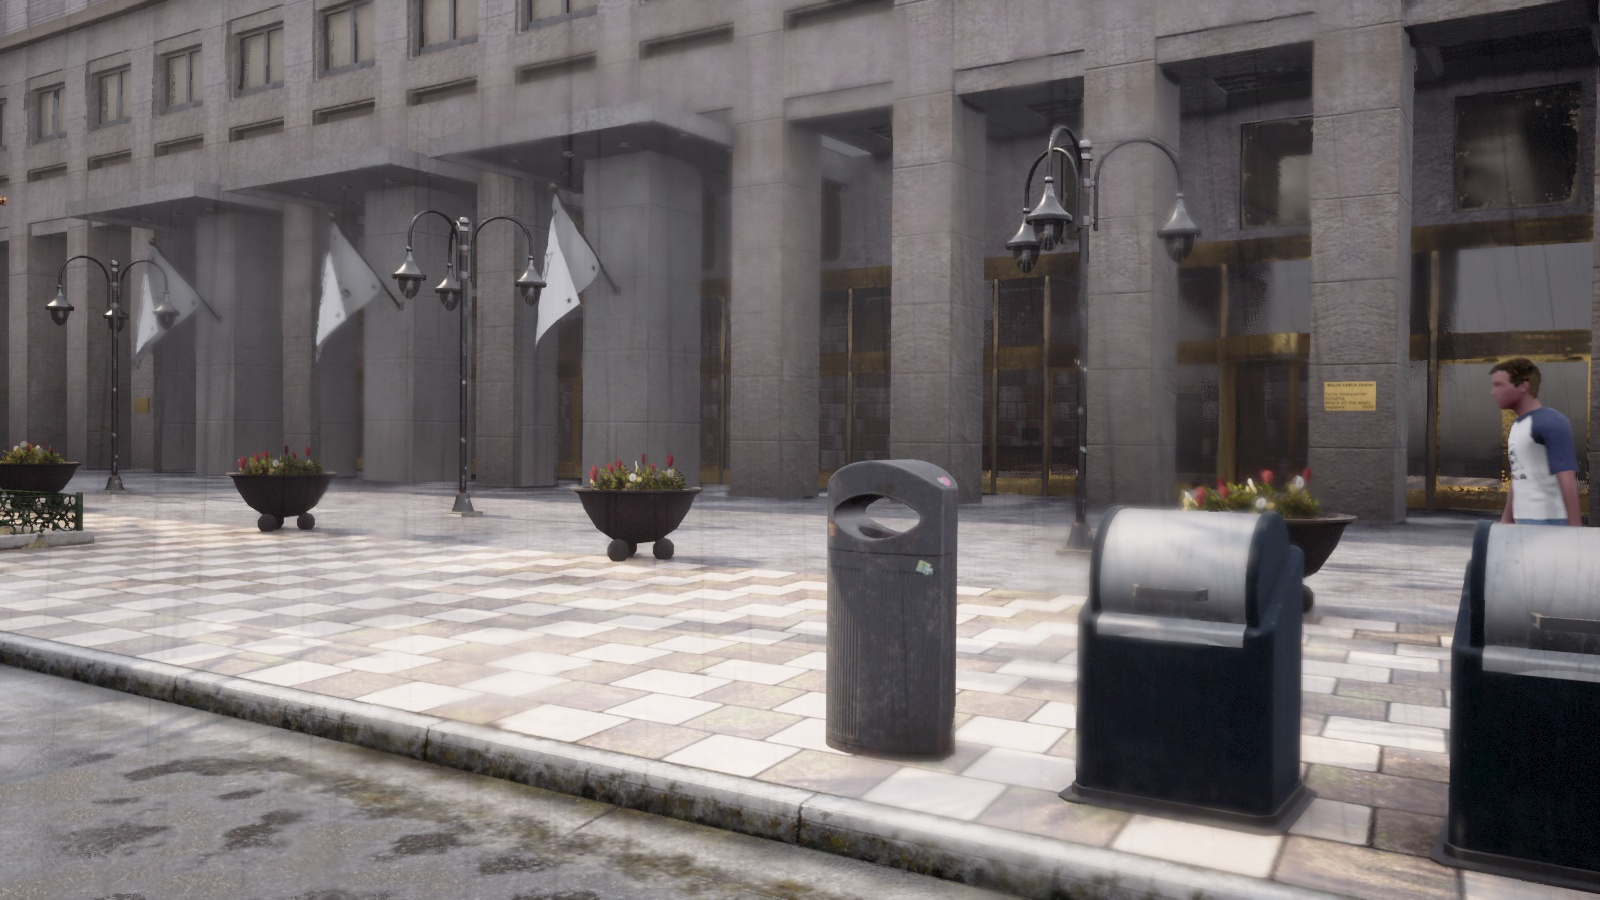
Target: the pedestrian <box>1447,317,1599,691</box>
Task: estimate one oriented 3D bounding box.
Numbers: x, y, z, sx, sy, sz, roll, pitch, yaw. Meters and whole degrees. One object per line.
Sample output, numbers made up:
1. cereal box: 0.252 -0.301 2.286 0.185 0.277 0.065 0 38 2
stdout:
1. pedestrian: 3.730 0.266 6.430 0.706 1.836 0.354 0 1 22
